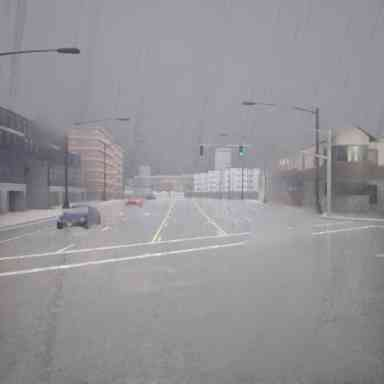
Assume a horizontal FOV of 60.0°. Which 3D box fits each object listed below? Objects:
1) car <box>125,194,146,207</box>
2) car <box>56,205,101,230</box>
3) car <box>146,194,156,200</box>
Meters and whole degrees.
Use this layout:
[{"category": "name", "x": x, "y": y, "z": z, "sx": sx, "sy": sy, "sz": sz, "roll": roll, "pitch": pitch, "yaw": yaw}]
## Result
[{"category": "car", "x": -8.022, "y": 1.131, "z": 46.461, "sx": 2.097, "sy": 1.767, "sz": 4.553, "roll": 0, "pitch": 1, "yaw": -2}, {"category": "car", "x": -7.152, "y": 1.589, "z": 21.486, "sx": 1.812, "sy": 1.442, "sz": 4.674, "roll": 0, "pitch": 0, "yaw": -2}, {"category": "car", "x": -8.923, "y": 1.124, "z": 72.185, "sx": 1.994, "sy": 1.385, "sz": 4.181, "roll": 0, "pitch": 0, "yaw": -2}]
